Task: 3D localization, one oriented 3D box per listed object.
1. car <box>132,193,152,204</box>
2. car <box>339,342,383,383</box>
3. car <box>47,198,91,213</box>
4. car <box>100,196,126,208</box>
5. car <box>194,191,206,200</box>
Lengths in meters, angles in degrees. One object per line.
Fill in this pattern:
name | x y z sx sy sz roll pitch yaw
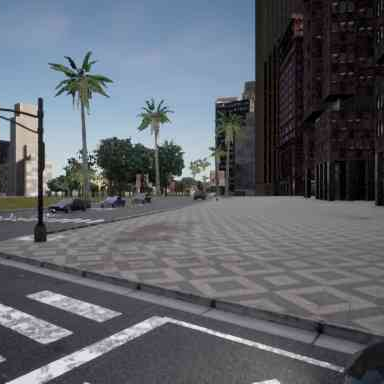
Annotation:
car | -8.088 0.995 53.645 2.097 1.767 4.553 0 1 11
car | 3.208 1.505 1.422 4.892 1.490 1.837 0 0 34
car | -12.435 1.363 34.170 2.033 1.411 5.357 0 0 14
car | -10.213 1.260 43.564 1.812 1.442 4.674 0 1 13
car | 1.707 0.692 71.364 2.150 2.045 5.566 0 1 8
